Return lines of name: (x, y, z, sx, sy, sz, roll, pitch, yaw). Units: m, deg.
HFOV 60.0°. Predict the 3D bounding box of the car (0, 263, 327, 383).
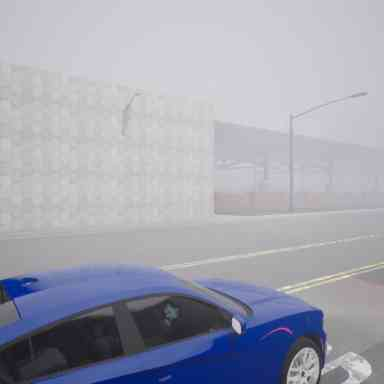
car: (-0.683, 1.478, 3.262, 5.008, 1.535, 1.882, 0, 0, -36)
